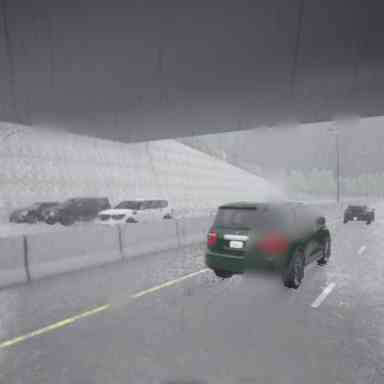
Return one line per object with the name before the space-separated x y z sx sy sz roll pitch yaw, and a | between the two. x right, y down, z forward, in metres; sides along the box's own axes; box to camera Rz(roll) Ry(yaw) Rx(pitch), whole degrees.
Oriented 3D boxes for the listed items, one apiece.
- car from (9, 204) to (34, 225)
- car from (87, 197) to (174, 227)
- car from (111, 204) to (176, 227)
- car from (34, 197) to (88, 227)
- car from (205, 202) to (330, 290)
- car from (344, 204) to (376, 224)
car | -11.956 1.572 26.467 2.097 1.767 4.553 0 -1 33
car | -3.340 1.388 20.457 2.150 2.045 5.566 0 -1 33
car | -3.684 1.761 26.360 2.033 1.411 5.357 0 -1 33
car | -8.557 1.430 25.279 2.150 2.045 5.566 0 -1 33
car | 2.466 1.298 9.743 2.150 2.045 5.566 0 -1 33
car | 13.403 1.709 26.621 1.837 1.490 4.892 0 -1 33
